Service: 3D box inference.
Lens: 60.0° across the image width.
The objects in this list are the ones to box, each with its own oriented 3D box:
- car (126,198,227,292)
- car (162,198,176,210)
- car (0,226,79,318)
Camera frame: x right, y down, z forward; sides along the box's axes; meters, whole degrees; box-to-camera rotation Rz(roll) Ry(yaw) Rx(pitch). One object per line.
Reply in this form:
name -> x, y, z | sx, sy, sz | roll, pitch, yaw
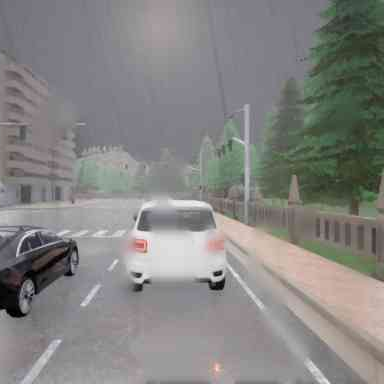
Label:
car -> -0.464, 1.221, 9.130 | 2.150, 2.045, 5.566 | 0, 0, -4
car -> -3.096, 1.526, 44.370 | 1.812, 1.442, 4.674 | 0, 0, -4
car -> -3.958, 1.491, 7.355 | 2.128, 1.511, 4.902 | 0, 0, -3
